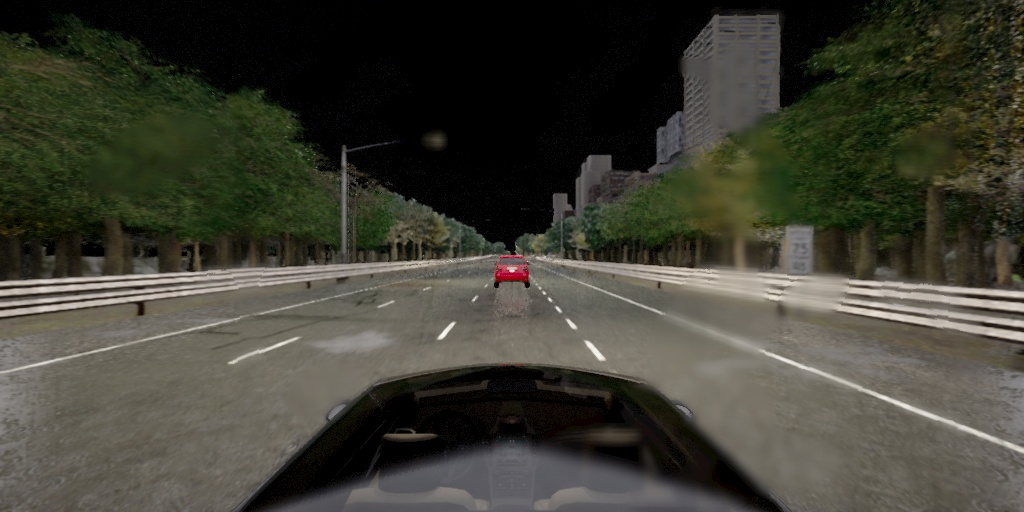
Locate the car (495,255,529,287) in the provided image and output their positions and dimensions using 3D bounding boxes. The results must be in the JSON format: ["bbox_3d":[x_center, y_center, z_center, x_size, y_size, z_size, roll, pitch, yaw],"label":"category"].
[{"bbox_3d":[0.002,0.994,24.517,2.150,2.045,5.566,0,0,0],"label":"car"}]
